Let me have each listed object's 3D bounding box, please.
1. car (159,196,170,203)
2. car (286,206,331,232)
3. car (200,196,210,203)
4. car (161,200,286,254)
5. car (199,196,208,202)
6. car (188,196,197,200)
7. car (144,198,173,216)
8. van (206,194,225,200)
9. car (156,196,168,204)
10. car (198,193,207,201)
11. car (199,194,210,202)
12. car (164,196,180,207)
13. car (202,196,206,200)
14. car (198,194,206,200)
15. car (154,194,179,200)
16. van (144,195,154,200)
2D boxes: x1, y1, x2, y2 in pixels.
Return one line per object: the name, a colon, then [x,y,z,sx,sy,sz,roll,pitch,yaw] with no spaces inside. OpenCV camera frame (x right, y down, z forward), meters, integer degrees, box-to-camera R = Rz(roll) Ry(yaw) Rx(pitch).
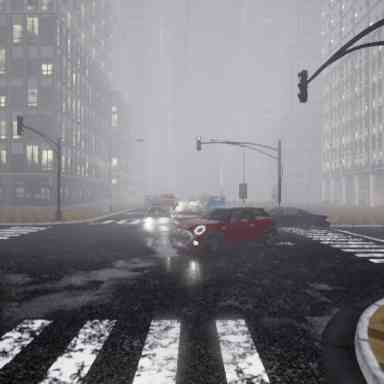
car: [-5.670,1.545,69.178,2.008,1.369,4.403,0,0,0]
car: [5.706,1.599,20.677,5.357,1.411,2.033,2,0,11]
car: [2.710,1.539,69.145,1.887,1.381,4.507,0,0,0]
car: [1.363,1.357,13.582,4.553,1.767,2.097,0,0,-35]
car: [2.755,1.558,80.225,1.947,1.339,4.313,0,0,0]
car: [0.051,1.590,72.708,1.895,1.301,4.718,0,0,0]
car: [-3.226,1.599,32.880,1.895,1.301,4.718,0,0,0]
van: [2.692,1.339,35.914,1.690,1.788,3.998,0,0,0]
car: [-5.692,1.561,63.639,1.947,1.339,4.313,0,0,0]
car: [2.778,1.305,85.764,2.192,1.841,5.009,0,0,0]
car: [2.733,1.308,74.685,2.192,1.841,5.009,0,0,0]
car: [-3.138,1.488,53.229,2.128,1.511,4.902,0,0,0]
car: [2.623,1.542,41.452,1.887,1.381,4.507,0,0,0]
car: [2.689,1.310,63.606,2.192,1.841,5.009,0,0,0]
car: [-3.179,1.219,42.925,2.150,2.045,5.566,0,0,1]
van: [-5.757,1.338,47.022,1.690,1.788,3.998,0,0,0]
